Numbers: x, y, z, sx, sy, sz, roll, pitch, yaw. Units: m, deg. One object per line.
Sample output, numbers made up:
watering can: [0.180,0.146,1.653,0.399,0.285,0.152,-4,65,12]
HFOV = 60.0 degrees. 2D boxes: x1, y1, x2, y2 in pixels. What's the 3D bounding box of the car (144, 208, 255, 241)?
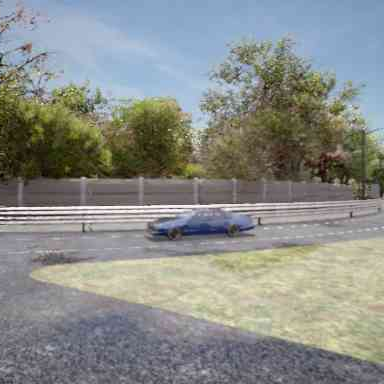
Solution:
car: [0.432,1.496,16.326,5.357,1.411,2.033,0,0,-22]
